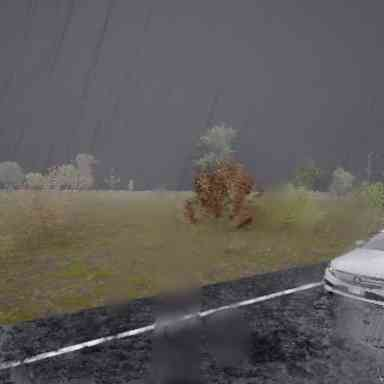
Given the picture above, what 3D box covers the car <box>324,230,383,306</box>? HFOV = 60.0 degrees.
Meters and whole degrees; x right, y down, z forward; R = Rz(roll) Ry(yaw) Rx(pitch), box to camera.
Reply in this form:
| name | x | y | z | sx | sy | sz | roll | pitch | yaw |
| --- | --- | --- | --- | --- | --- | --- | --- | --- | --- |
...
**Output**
| name | x | y | z | sx | sy | sz | roll | pitch | yaw |
| --- | --- | --- | --- | --- | --- | --- | --- | --- | --- |
| car | 4.937 | 1.557 | 7.492 | 4.674 | 1.442 | 1.812 | 0 | 0 | -35 |
